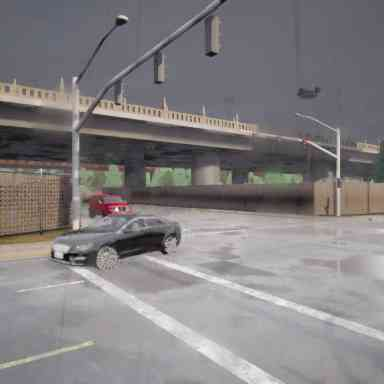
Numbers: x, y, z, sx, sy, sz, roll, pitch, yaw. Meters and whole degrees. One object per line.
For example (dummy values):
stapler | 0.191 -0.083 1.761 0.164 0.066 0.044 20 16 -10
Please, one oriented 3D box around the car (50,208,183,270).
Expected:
car | -2.279 1.499 11.230 2.128 1.511 4.902 1 0 35

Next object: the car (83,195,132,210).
car | -6.998 1.274 28.124 2.150 2.045 5.566 0 0 -36
